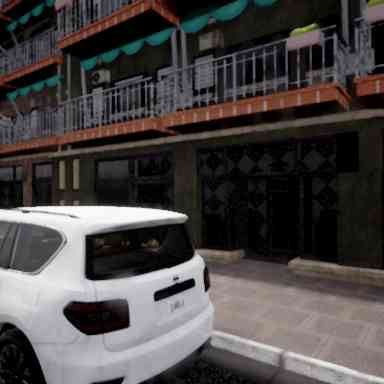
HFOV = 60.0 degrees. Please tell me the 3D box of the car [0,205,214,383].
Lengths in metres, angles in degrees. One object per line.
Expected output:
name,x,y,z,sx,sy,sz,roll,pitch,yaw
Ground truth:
car,-2.335,1.216,4.931,5.566,2.045,2.150,0,0,36
